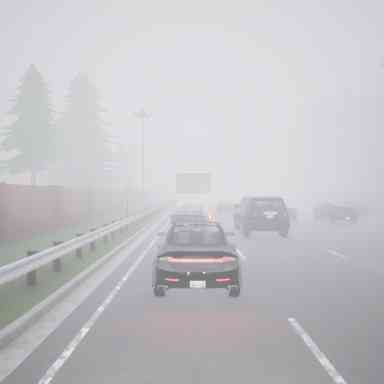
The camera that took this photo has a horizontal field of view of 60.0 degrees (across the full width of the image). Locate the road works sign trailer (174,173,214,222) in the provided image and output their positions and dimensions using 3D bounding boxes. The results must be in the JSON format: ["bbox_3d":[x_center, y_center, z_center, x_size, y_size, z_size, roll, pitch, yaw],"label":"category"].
[{"bbox_3d":[0.077,0.464,22.938,2.380,3.560,2.880,0,0,0],"label":"road works sign trailer"}]

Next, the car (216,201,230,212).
[{"bbox_3d":[3.623,1.601,35.679,1.895,1.301,4.718,0,0,0],"label":"car"}]

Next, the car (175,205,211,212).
[{"bbox_3d":[-0.011,1.474,19.020,1.882,1.535,5.008,0,0,6],"label":"car"}]

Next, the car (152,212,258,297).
[{"bbox_3d":[0.106,1.492,8.571,2.128,1.511,4.902,0,0,0],"label":"car"}]

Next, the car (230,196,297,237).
[{"bbox_3d":[3.612,1.224,18.032,2.150,2.045,5.566,0,0,0],"label":"car"}]

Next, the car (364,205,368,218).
[{"bbox_3d":[14.120,1.490,30.377,2.128,1.511,4.902,0,0,0],"label":"car"}]

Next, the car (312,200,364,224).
[{"bbox_3d":[10.616,1.506,25.042,1.837,1.490,4.892,0,0,0],"label":"car"}]
